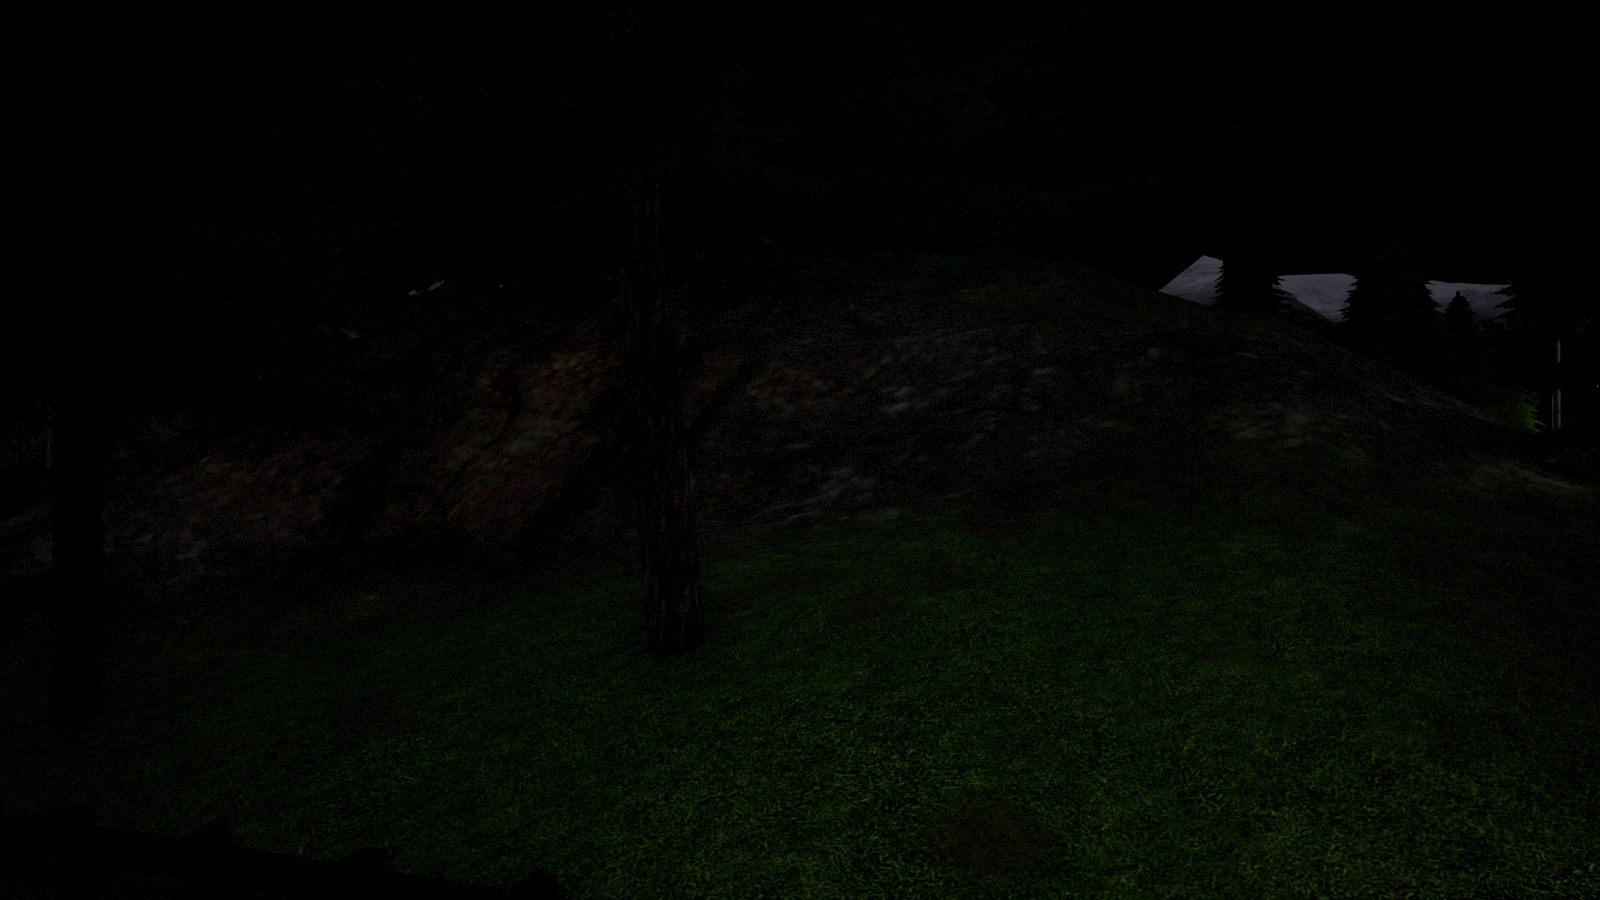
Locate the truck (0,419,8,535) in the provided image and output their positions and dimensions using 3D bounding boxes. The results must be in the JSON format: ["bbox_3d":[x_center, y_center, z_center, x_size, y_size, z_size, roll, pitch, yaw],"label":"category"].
[{"bbox_3d":[-29.560,0.891,34.840,2.891,3.827,8.468,0,0,29],"label":"truck"}]
